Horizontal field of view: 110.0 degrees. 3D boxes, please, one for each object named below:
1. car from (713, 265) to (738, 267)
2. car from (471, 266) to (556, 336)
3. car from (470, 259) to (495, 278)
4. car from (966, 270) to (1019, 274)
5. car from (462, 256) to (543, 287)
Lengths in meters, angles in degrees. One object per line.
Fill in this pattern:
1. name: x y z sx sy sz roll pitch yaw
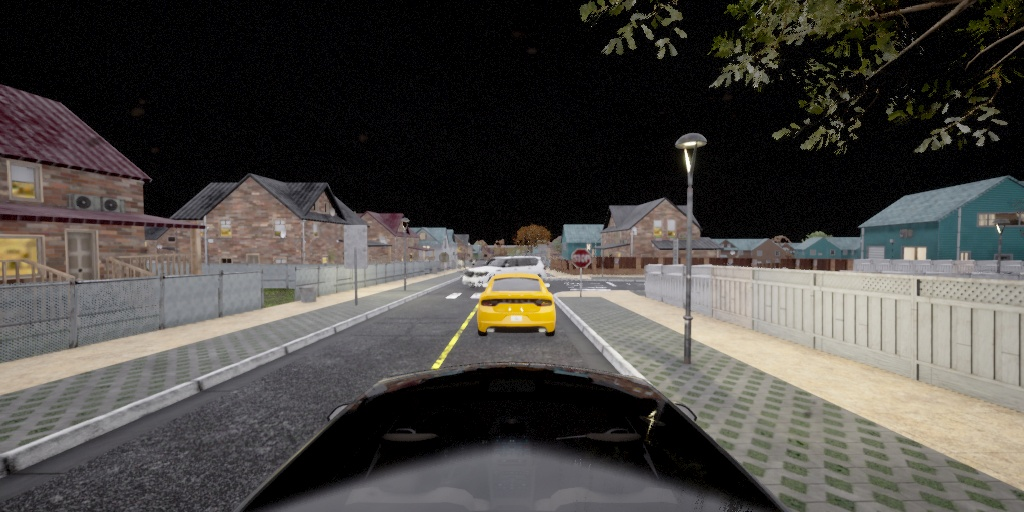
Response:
1. car: 14.109 1.326 24.496 4.674 1.442 1.812 1 2 9
2. car: 0.122 1.227 10.387 1.882 1.535 5.008 0 0 0
3. car: -2.811 1.152 35.510 2.097 1.767 4.553 0 0 0
4. car: 28.379 1.522 21.415 4.181 1.385 1.994 1 2 17
5. car: -0.363 1.016 22.396 5.566 2.045 2.150 0 1 -39
